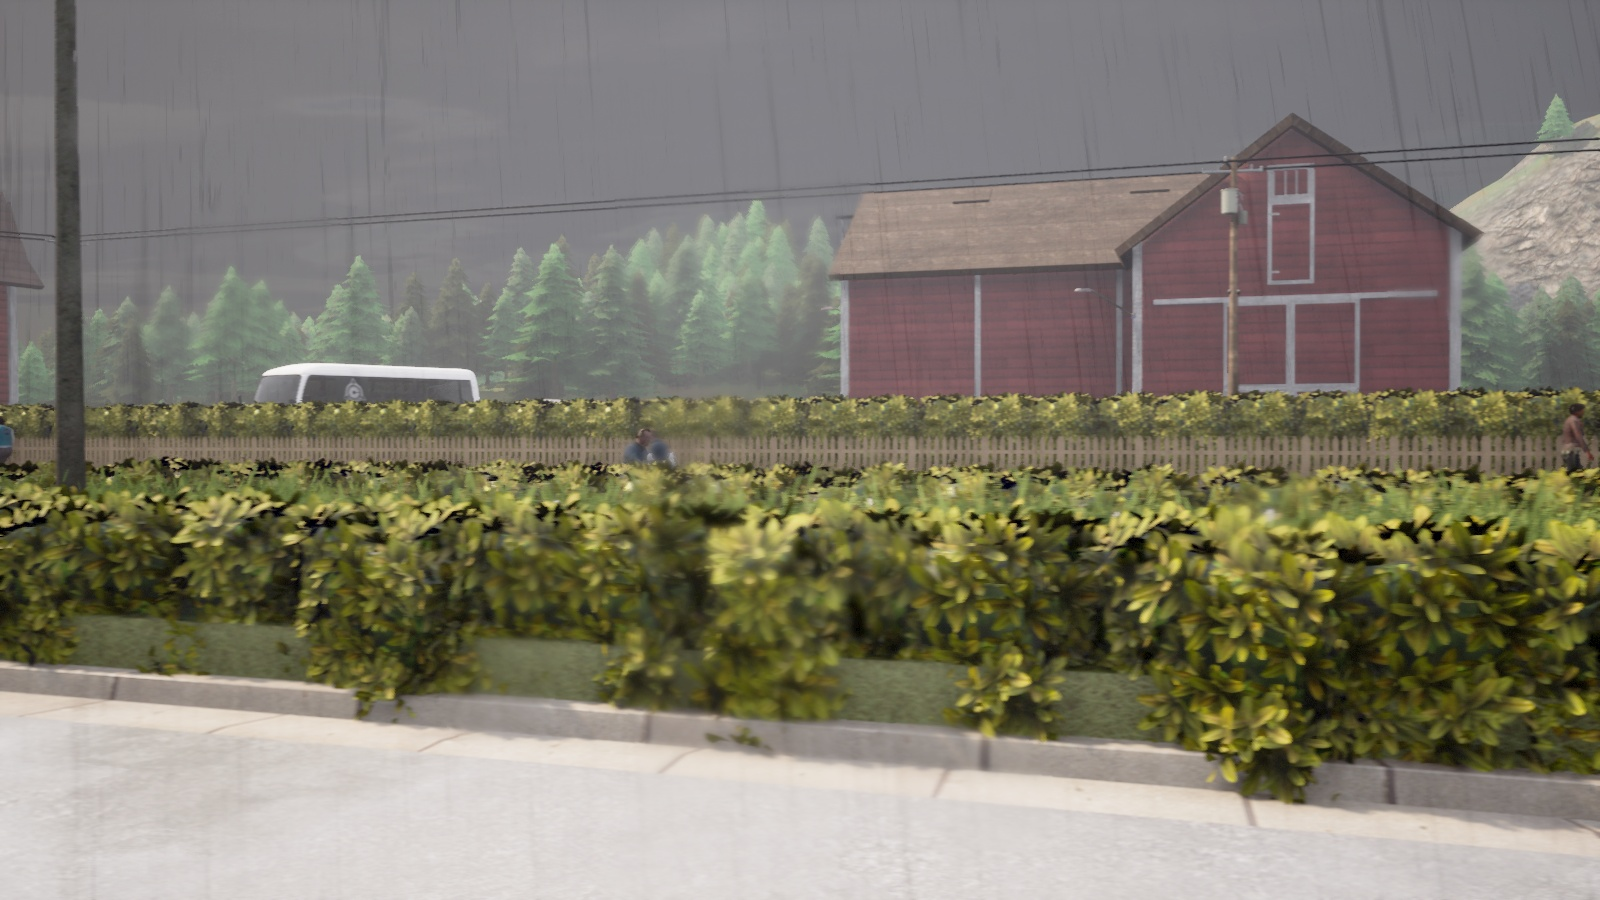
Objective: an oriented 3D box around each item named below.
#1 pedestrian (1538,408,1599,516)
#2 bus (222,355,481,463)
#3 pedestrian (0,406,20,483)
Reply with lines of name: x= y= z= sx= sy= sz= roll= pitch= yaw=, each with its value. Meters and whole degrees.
pedestrian: x=13.043 y=0.200 z=21.263 sx=0.869 sy=1.805 sz=0.328 roll=1 pitch=1 yaw=17
bus: x=-19.263 y=-1.734 z=54.861 sx=3.944 sy=4.253 sz=10.273 roll=1 pitch=1 yaw=35
pedestrian: x=-19.936 y=-0.141 z=31.364 sx=0.692 sy=1.930 sz=0.396 roll=0 pitch=1 yaw=11
